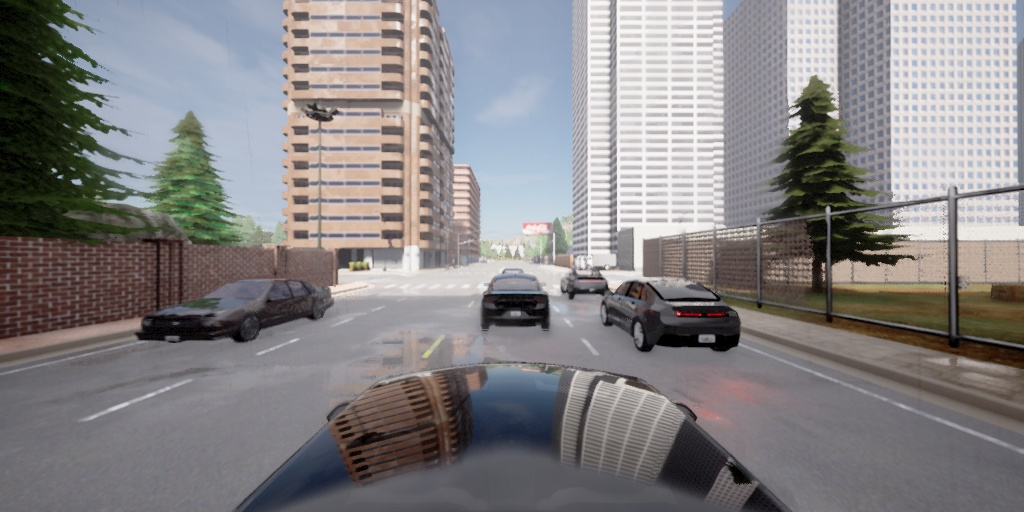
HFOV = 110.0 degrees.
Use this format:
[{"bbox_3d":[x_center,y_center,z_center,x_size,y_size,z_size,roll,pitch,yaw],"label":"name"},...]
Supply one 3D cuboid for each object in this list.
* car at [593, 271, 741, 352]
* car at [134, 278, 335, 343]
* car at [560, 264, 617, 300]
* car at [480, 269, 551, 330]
[{"bbox_3d":[3.598,1.301,9.050,1.837,1.490,4.892,0,0,0],"label":"car"},{"bbox_3d":[-7.080,1.350,10.145,2.033,1.411,5.357,0,0,0],"label":"car"},{"bbox_3d":[3.609,1.346,18.442,2.128,1.511,4.902,0,0,1],"label":"car"},{"bbox_3d":[0.094,1.288,11.392,1.882,1.535,5.008,0,0,0],"label":"car"}]
